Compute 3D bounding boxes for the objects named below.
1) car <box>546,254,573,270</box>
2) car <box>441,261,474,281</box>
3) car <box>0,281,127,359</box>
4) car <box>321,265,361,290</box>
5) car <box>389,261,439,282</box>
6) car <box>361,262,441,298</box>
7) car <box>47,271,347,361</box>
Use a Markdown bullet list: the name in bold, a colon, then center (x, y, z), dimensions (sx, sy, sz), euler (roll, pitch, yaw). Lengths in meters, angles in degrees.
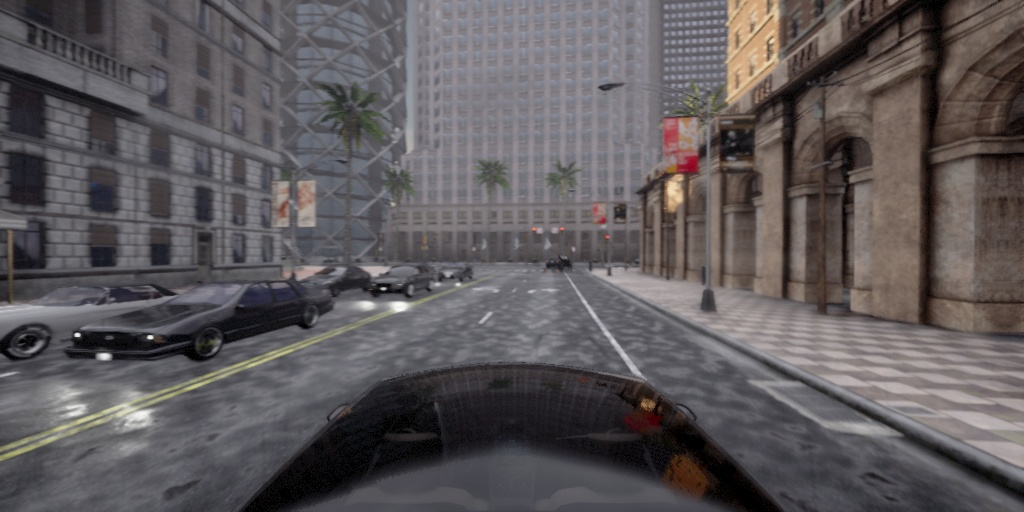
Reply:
- **car**: center (6.557, 0.814, 49.290), dimensions (2.150, 2.045, 5.566), euler (-2, -1, 28)
- **car**: center (-4.321, 1.142, 28.190), dimensions (2.128, 1.511, 4.902), euler (0, 0, 7)
- **car**: center (-10.028, 1.323, 8.526), dimensions (1.895, 1.301, 4.718), euler (0, 0, 6)
- **car**: center (-8.944, 1.207, 18.575), dimensions (1.812, 1.442, 4.674), euler (0, 0, 7)
- **car**: center (-7.746, 1.188, 29.068), dimensions (2.033, 1.411, 5.357), euler (0, 0, 7)
- **car**: center (-5.449, 1.194, 18.373), dimensions (1.837, 1.490, 4.892), euler (0, 0, 7)
- **car**: center (-6.504, 1.276, 8.596), dimensions (2.033, 1.411, 5.357), euler (0, 0, 6)
